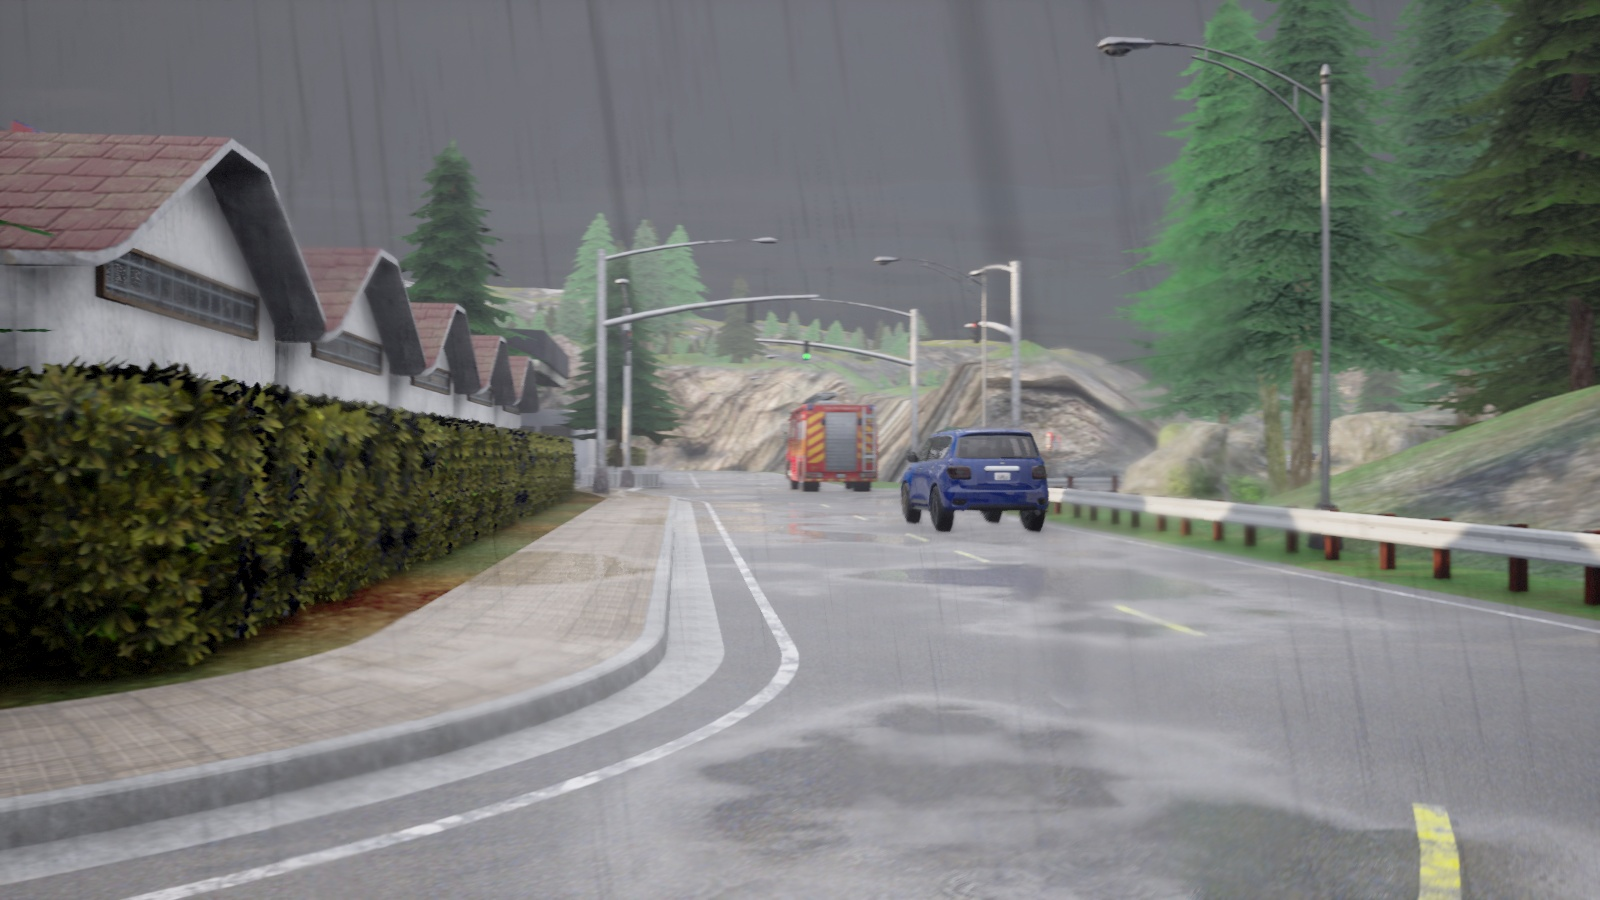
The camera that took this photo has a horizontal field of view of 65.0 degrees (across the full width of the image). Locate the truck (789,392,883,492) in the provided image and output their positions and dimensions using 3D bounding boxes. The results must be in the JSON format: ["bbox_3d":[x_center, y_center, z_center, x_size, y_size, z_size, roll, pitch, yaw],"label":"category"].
[{"bbox_3d":[1.339,-0.257,52.139,2.891,3.827,8.468,0,-1,-5],"label":"truck"}]

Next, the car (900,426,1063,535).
[{"bbox_3d":[3.659,0.588,26.520,2.150,2.045,5.566,0,0,-5],"label":"car"}]
